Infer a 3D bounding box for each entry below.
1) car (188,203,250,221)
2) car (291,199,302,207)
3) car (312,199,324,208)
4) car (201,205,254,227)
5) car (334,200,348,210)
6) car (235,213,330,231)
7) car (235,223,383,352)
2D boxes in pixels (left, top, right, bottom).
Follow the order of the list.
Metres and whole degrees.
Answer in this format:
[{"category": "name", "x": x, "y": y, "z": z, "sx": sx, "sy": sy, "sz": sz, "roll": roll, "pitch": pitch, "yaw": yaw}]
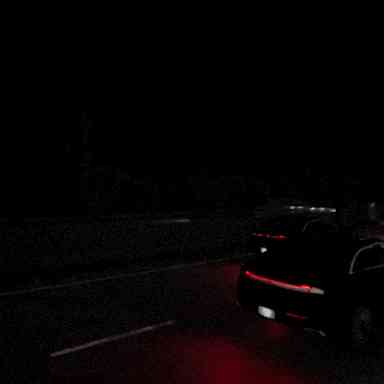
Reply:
[{"category": "car", "x": 1.862, "y": 1.633, "z": 19.701, "sx": 1.882, "sy": 1.535, "sz": 5.008, "roll": 0, "pitch": -1, "yaw": 45}, {"category": "car", "x": 21.059, "y": 2.180, "z": 66.890, "sx": 1.812, "sy": 1.442, "sz": 4.674, "roll": 0, "pitch": 0, "yaw": 14}, {"category": "car", "x": 22.885, "y": 2.130, "z": 60.570, "sx": 1.837, "sy": 1.490, "sz": 4.892, "roll": 1, "pitch": 0, "yaw": 18}, {"category": "car", "x": 2.846, "y": 1.771, "z": 25.742, "sx": 1.994, "sy": 1.385, "sz": 4.181, "roll": 0, "pitch": -1, "yaw": 42}, {"category": "car", "x": 24.846, "y": 2.099, "z": 55.594, "sx": 2.128, "sy": 1.511, "sz": 4.902, "roll": 0, "pitch": 0, "yaw": 20}, {"category": "car", "x": 4.050, "y": 1.610, "z": 11.900, "sx": 4.902, "sy": 1.511, "sz": 2.128, "roll": 1, "pitch": 0, "yaw": -41}, {"category": "car", "x": 2.961, "y": 1.561, "z": 6.356, "sx": 4.902, "sy": 1.511, "sz": 2.128, "roll": 1, "pitch": -1, "yaw": -39}]
